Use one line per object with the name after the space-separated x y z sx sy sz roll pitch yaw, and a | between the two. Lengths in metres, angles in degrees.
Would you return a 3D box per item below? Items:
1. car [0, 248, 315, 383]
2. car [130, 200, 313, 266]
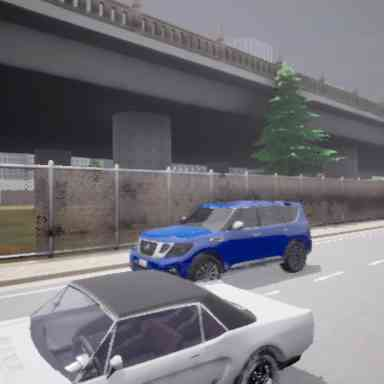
-0.916 1.628 3.388 4.718 1.301 1.895 0 0 -36 | car
1.085 1.272 9.255 5.566 2.045 2.150 0 -1 -37 | car
